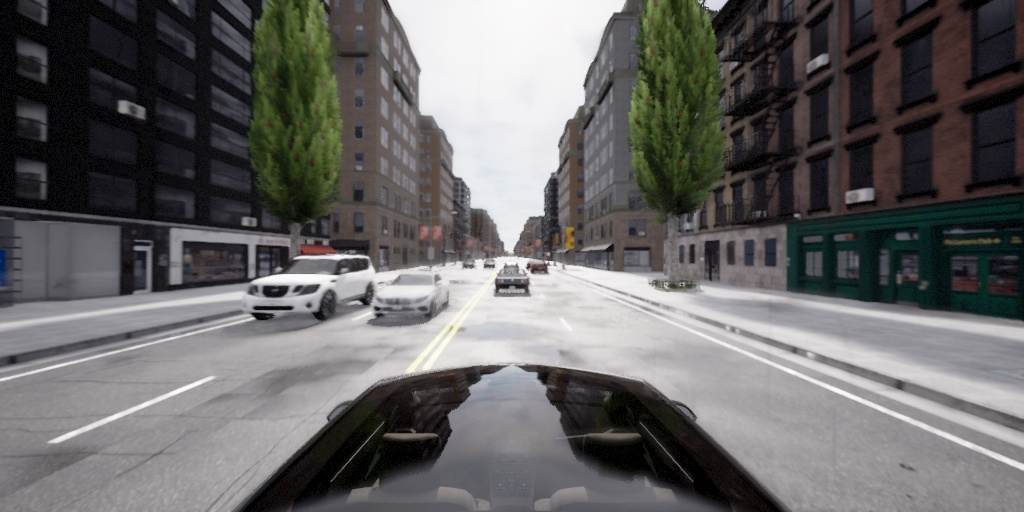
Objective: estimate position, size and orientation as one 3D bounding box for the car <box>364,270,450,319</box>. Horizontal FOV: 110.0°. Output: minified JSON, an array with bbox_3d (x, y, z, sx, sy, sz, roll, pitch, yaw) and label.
[{"bbox_3d":[-3.405,1.268,12.973,1.812,1.442,4.674,0,0,0],"label":"car"}]

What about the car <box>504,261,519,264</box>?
[{"bbox_3d":[-0.098,1.309,44.399,1.994,1.385,4.181,0,0,0],"label":"car"}]

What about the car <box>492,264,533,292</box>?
[{"bbox_3d":[0.009,1.350,20.959,1.895,1.301,4.718,0,0,0],"label":"car"}]

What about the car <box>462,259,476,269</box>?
[{"bbox_3d":[-6.754,1.287,56.787,1.837,1.490,4.892,0,0,0],"label":"car"}]

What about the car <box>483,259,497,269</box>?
[{"bbox_3d":[-3.503,1.297,56.802,1.837,1.490,4.892,0,0,0],"label":"car"}]

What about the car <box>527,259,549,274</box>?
[{"bbox_3d":[3.164,1.231,42.030,1.882,1.535,5.008,0,0,0],"label":"car"}]

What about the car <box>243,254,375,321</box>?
[{"bbox_3d":[-6.654,0.956,12.707,2.150,2.045,5.566,0,0,0],"label":"car"}]
